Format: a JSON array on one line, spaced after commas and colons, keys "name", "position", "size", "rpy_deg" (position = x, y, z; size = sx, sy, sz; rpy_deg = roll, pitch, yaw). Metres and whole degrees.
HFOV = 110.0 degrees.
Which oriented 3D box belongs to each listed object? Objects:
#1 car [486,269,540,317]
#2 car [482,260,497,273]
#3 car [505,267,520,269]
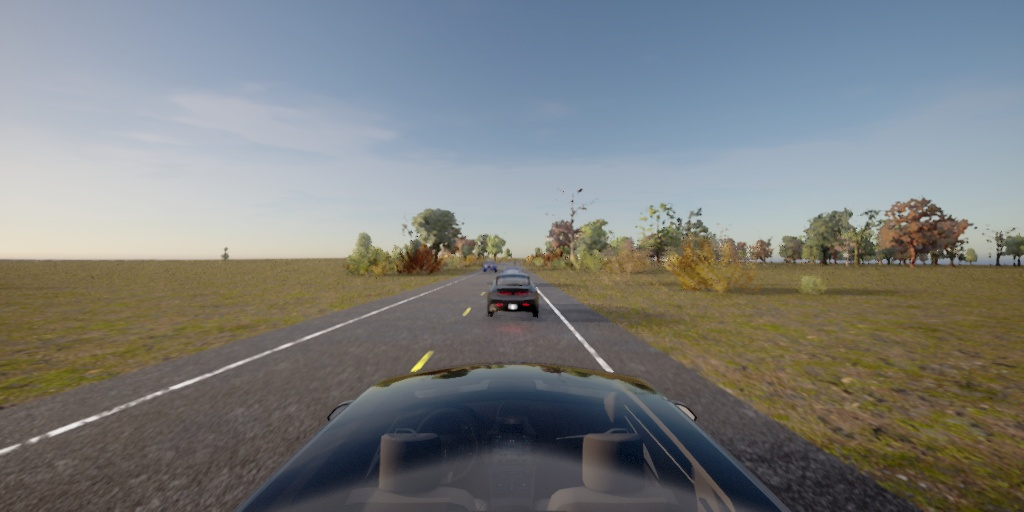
[{"name": "car", "position": [0.045, 1.428, 14.144], "size": [1.837, 1.490, 4.892], "rpy_deg": [0, 0, 0]}, {"name": "car", "position": [-3.567, 1.697, 58.450], "size": [2.150, 2.045, 5.566], "rpy_deg": [0, -1, 1]}, {"name": "car", "position": [0.047, 1.652, 29.811], "size": [1.812, 1.442, 4.674], "rpy_deg": [0, 0, 0]}]
